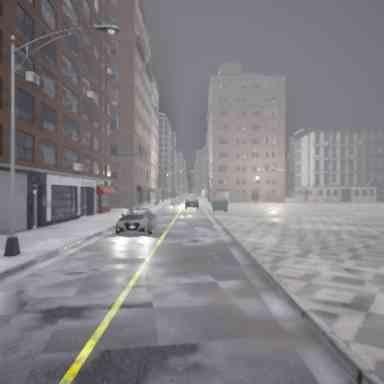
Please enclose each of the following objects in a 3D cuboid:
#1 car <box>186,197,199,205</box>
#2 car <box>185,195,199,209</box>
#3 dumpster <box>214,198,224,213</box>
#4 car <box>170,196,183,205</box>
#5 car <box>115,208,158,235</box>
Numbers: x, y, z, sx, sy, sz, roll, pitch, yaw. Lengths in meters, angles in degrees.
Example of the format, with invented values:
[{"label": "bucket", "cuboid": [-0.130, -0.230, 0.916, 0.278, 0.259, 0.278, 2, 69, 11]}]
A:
[{"label": "car", "cuboid": [0.111, 1.773, 65.976, 2.033, 1.411, 5.357, 0, 0, 5]}, {"label": "car", "cuboid": [0.008, 1.639, 47.566, 1.882, 1.535, 5.008, 0, -1, 0]}, {"label": "dumpster", "cuboid": [3.135, 1.520, 38.427, 1.020, 1.700, 1.940, 0, 0, 0]}, {"label": "car", "cuboid": [-3.020, 1.808, 61.025, 1.895, 1.301, 4.718, 0, 0, 1]}, {"label": "car", "cuboid": [-3.101, 1.627, 19.208, 1.994, 1.385, 4.181, 0, 0, 0]}]
